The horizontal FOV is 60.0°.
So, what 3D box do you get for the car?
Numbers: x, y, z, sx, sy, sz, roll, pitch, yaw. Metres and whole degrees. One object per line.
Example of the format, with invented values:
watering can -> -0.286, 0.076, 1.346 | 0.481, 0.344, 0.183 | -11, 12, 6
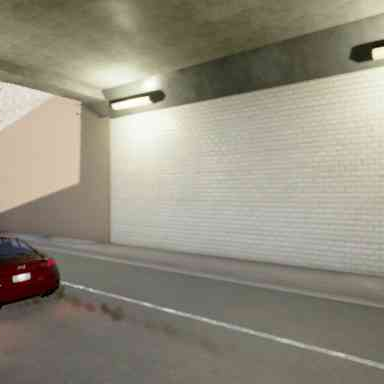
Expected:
car -> -4.855, 1.602, 7.465 | 4.181, 1.385, 1.994 | 0, 0, 36
